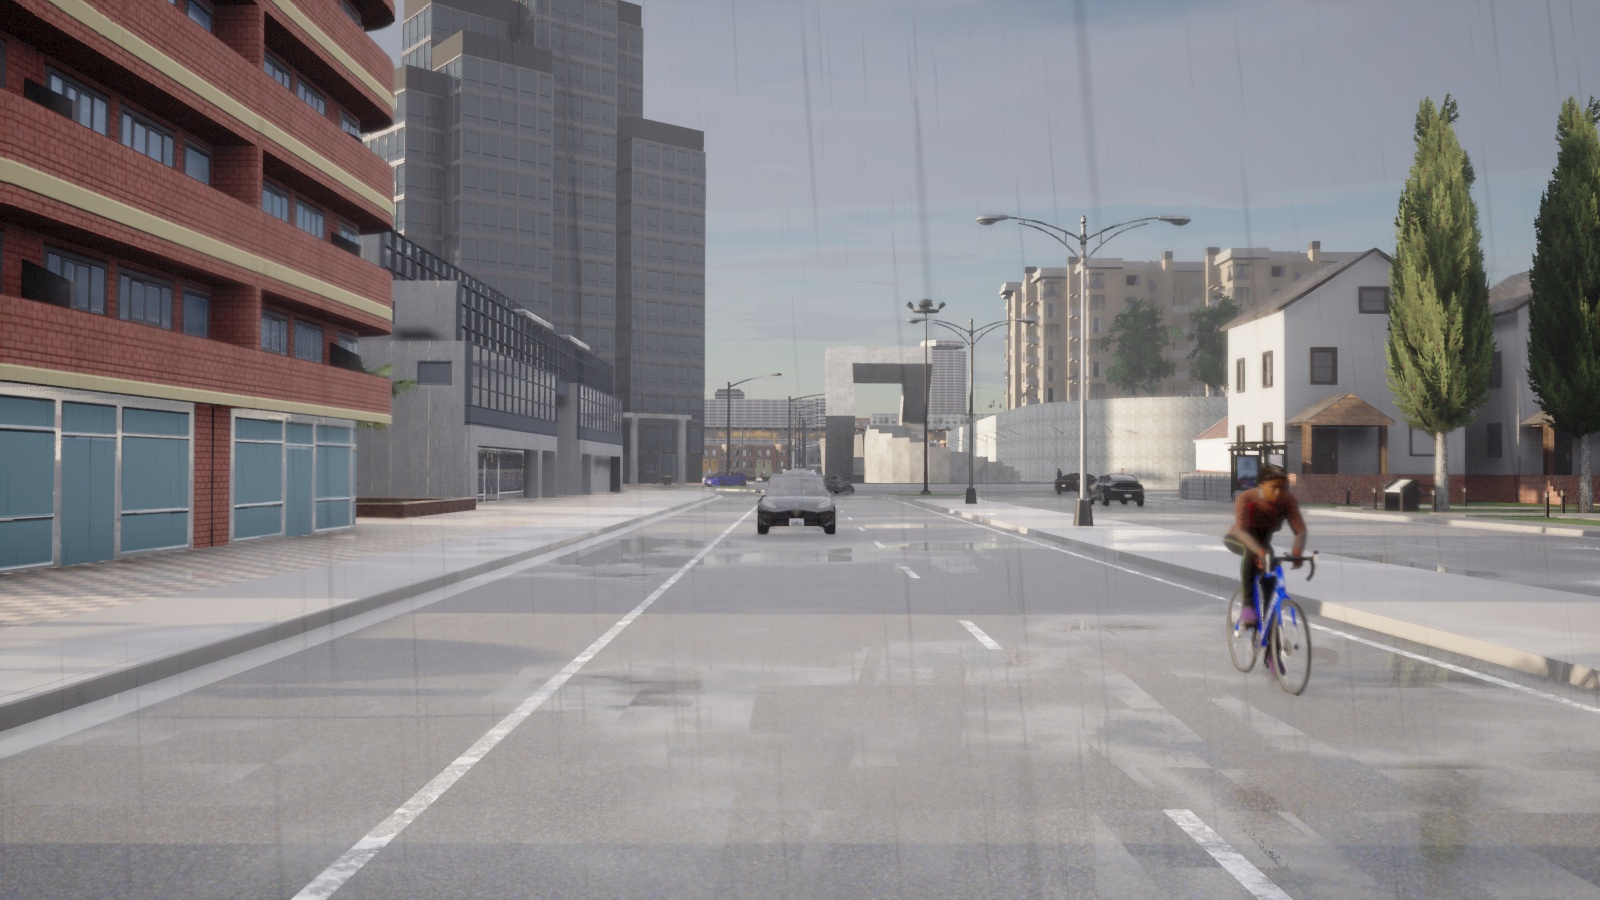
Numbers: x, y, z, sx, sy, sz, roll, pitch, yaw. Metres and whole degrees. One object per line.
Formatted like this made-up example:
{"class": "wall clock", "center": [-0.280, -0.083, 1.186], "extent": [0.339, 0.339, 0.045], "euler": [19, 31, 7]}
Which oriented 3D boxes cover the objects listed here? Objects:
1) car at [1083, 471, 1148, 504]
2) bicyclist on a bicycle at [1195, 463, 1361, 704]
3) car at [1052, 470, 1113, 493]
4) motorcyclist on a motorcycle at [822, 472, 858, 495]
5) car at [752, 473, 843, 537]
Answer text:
{"class": "car", "center": [14.862, 1.754, 59.355], "extent": [1.837, 1.490, 4.892], "euler": [0, -1, 0]}
{"class": "bicyclist on a bicycle", "center": [3.478, 0.909, 9.279], "extent": [0.582, 1.620, 1.656], "euler": [0, -1, 0]}
{"class": "car", "center": [19.813, 2.186, 87.922], "extent": [1.882, 1.535, 5.008], "euler": [-1, -1, 43]}
{"class": "motorcyclist on a motorcycle", "center": [2.644, 2.231, 83.092], "extent": [2.191, 1.530, 0.866], "euler": [-1, -2, 20]}
{"class": "car", "center": [-0.075, 1.357, 32.362], "extent": [2.163, 1.488, 4.792], "euler": [0, -1, 0]}
